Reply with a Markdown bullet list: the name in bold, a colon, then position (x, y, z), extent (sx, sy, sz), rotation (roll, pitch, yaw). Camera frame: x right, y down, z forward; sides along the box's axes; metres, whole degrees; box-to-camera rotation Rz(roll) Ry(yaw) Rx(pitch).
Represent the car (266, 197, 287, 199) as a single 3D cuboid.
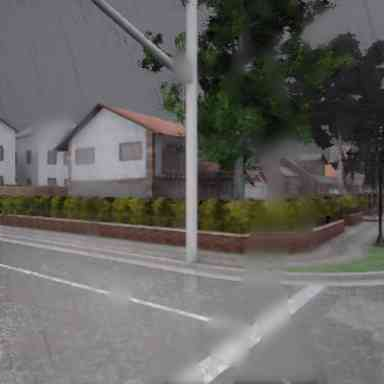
- **car**: position (8.214, 1.161, 30.462), extent (3.806, 1.475, 1.970), rotation (0, 0, 36)
